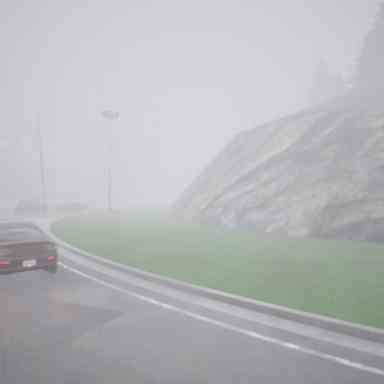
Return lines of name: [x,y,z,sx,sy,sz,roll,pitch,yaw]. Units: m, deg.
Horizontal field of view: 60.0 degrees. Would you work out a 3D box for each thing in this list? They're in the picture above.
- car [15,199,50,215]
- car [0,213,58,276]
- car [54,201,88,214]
car: [-17.853,1.567,37.401,2.097,1.767,4.553,0,0,1]
car: [-5.448,1.581,9.914,1.812,1.442,4.674,0,0,-40]
car: [-14.361,1.800,39.817,2.033,1.411,5.357,0,0,6]
